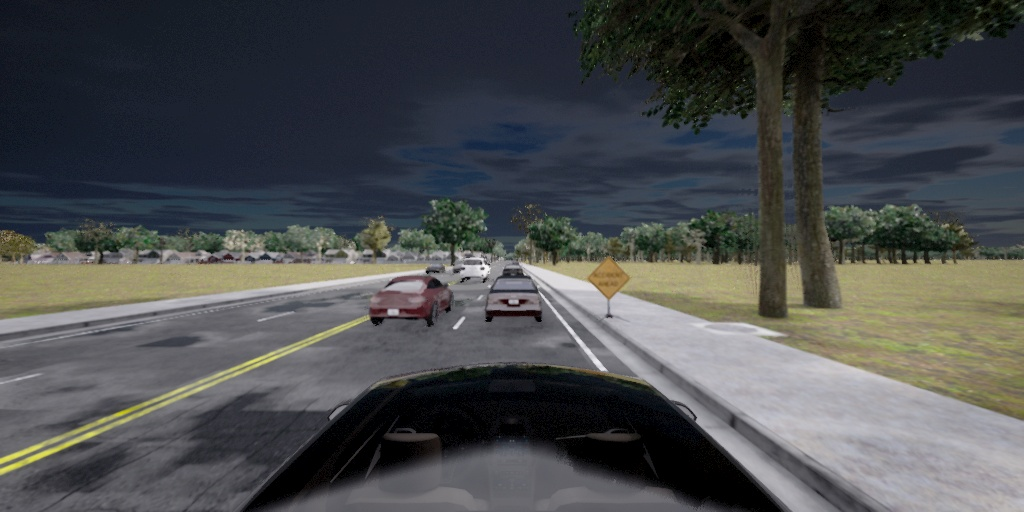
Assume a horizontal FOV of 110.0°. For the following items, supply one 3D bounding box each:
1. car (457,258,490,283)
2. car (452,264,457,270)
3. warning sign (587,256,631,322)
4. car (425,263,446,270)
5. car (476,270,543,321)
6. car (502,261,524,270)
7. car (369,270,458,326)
[{"bbox_3d":[-3.173,1.217,31.641,2.150,2.045,5.566,0,-1,0],"label":"car"},{"bbox_3d":[-6.603,1.611,47.149,1.882,1.535,5.008,0,0,0],"label":"car"},{"bbox_3d":[2.847,0.933,10.565,1.300,1.860,1.060,0,0,0],"label":"warning sign"},{"bbox_3d":[-9.857,1.677,46.735,2.033,1.411,5.357,0,0,0],"label":"car"},{"bbox_3d":[0.064,1.384,12.844,2.033,1.411,5.357,0,0,0],"label":"car"},{"bbox_3d":[0.082,1.498,34.325,1.882,1.535,5.008,0,-1,0],"label":"car"},{"bbox_3d":[-3.193,1.355,11.985,1.812,1.442,4.674,0,0,0],"label":"car"}]
